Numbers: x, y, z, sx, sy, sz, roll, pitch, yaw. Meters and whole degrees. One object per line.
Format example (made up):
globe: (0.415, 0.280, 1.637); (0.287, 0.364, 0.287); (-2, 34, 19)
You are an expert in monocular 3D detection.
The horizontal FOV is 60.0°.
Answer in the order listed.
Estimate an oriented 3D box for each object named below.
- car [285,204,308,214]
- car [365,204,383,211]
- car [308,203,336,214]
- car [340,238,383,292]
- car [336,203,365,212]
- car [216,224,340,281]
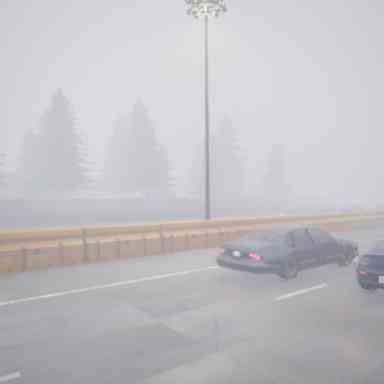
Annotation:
car: (15.493, 2.459, 48.013); (5.357, 1.411, 2.033); (1, -2, -44)
car: (23.936, 2.257, 41.621); (5.357, 1.411, 2.033); (1, -2, -45)
car: (18.651, 2.341, 46.271); (2.128, 1.511, 4.902); (-2, -2, 45)
car: (5.834, 1.662, 8.197); (4.674, 1.442, 1.812); (0, -1, -37)
car: (21.267, 2.258, 43.940); (1.882, 1.535, 5.008); (-2, -2, 45)
car: (3.243, 1.756, 10.630); (5.357, 1.411, 2.033); (0, -1, -37)
